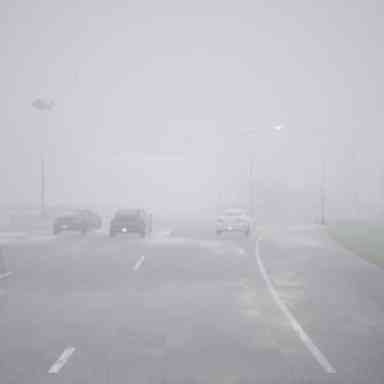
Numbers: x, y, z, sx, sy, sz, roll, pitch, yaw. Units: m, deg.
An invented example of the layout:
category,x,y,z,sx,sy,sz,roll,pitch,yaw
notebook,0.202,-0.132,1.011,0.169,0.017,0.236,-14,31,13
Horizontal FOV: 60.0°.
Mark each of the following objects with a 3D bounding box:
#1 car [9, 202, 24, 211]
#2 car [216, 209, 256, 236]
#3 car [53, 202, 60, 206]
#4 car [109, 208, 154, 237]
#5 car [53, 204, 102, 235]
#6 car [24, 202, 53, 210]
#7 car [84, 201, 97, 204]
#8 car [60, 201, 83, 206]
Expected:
category,x,y,z,sx,sy,sz,roll,pitch,yaw
car,-31.037,2.549,59.219,2.033,1.411,5.357,0,-2,1
car,2.696,1.727,19.936,1.812,1.442,4.674,-1,-1,17
car,-30.821,3.023,75.417,1.837,1.490,4.892,0,-2,1
car,-3.394,1.681,19.141,1.837,1.490,4.892,0,-1,0
car,-6.889,1.723,20.305,1.812,1.442,4.674,0,0,0
car,-27.534,2.526,59.827,2.128,1.511,4.902,0,-1,1
car,-27.105,3.666,91.740,2.033,1.411,5.357,0,-2,1
car,-27.319,3.069,75.538,2.033,1.411,5.357,0,-2,1
